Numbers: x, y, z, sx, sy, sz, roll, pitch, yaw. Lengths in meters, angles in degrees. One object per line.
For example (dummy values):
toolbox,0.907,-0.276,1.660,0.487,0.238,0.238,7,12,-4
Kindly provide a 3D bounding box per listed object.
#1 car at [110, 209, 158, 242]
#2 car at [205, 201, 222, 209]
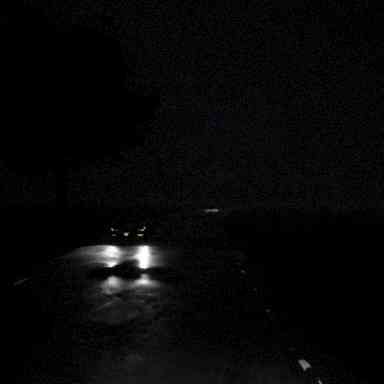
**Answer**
car,-2.968,1.721,17.726,1.837,1.490,4.892,0,-1,1
car,3.933,2.361,59.506,2.033,1.411,5.357,-1,-1,18
